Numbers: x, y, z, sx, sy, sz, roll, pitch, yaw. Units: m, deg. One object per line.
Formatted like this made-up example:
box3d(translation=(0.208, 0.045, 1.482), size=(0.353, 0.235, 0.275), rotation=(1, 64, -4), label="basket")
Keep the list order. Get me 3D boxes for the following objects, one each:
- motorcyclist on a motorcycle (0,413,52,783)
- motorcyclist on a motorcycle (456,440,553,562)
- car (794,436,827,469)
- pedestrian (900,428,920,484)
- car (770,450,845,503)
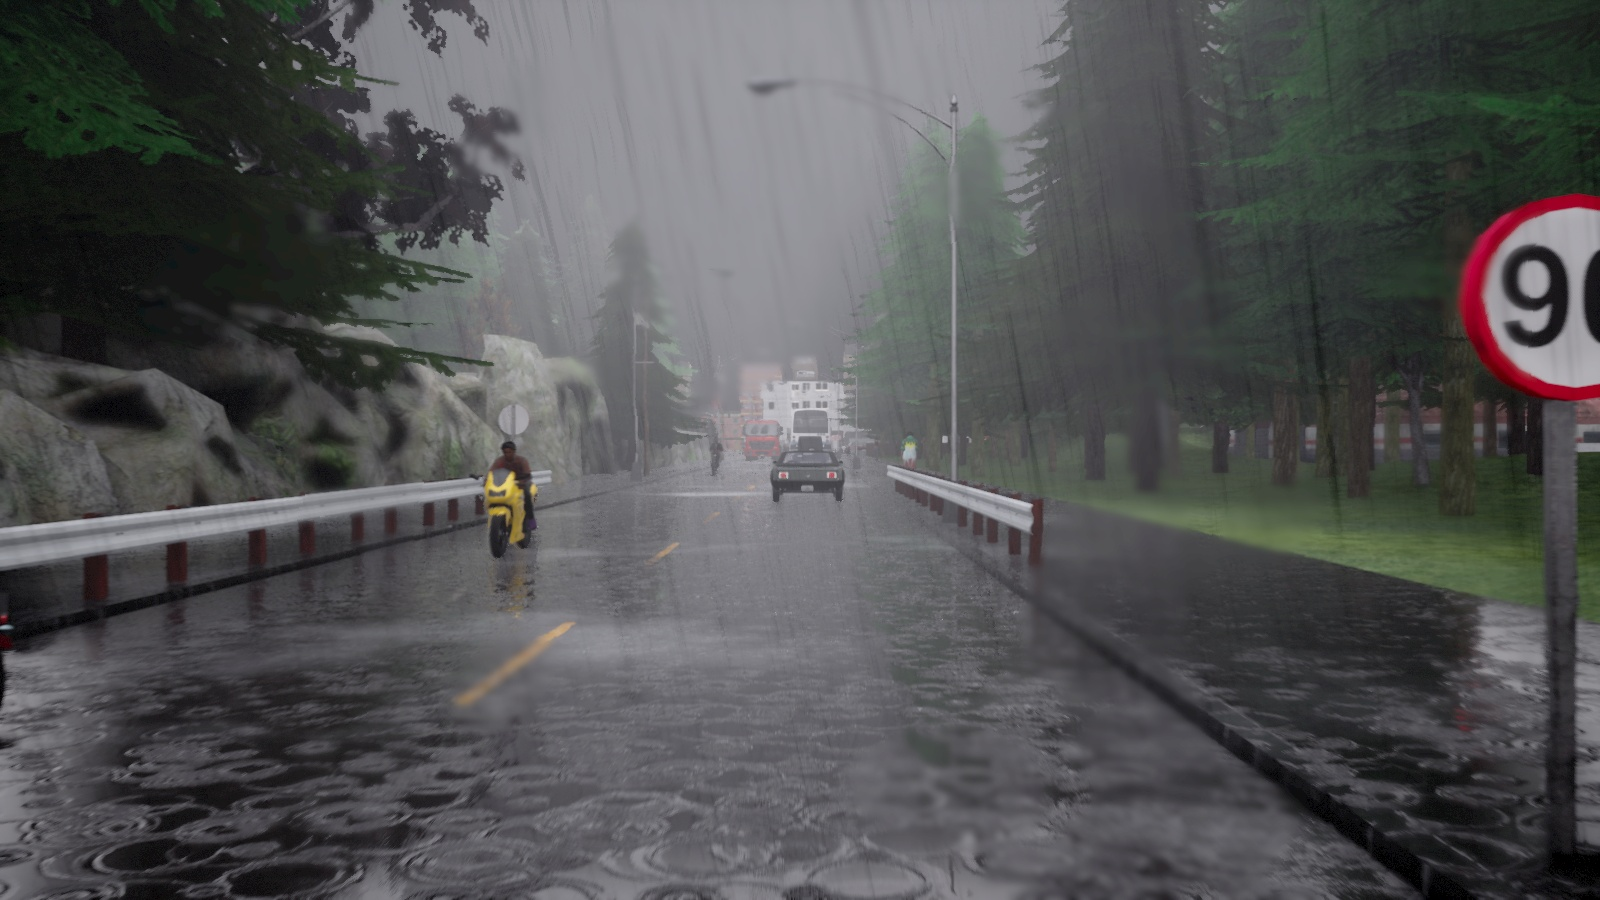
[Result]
box3d(translation=(-3.958, 0.666, 4.813), size=(0.766, 1.649, 2.350), rotation=(0, 0, 0), label="motorcyclist on a motorcycle")
box3d(translation=(-3.894, 0.631, 16.726), size=(0.797, 1.523, 2.044), rotation=(0, 0, 0), label="motorcyclist on a motorcycle")
box3d(translation=(0.608, 0.124, 74.322), size=(1.905, 1.878, 3.866), rotation=(0, 0, 1), label="car")
box3d(translation=(3.896, 0.208, 44.514), size=(0.659, 1.952, 0.873), rotation=(0, 0, 0), label="pedestrian")
box3d(translation=(0.213, 0.656, 33.889), size=(1.895, 1.301, 4.718), rotation=(0, 0, 1), label="car")
